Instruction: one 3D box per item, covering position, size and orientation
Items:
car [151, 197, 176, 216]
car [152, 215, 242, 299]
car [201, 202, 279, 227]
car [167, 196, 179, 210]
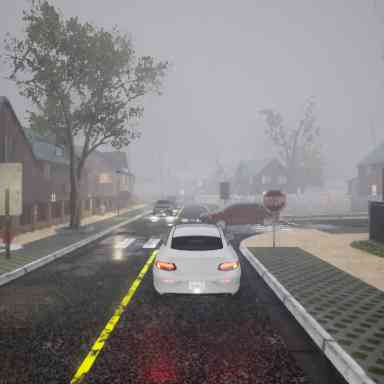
[{"bbox_3d":[-2.799,1.503,32.877,1.812,1.442,4.674,0,0,-1],"label":"car"},{"bbox_3d":[0.107,1.523,8.300,1.812,1.442,4.674,0,0,0],"label":"car"},{"bbox_3d":[2.887,1.404,20.584,5.008,1.535,1.882,-2,0,-17],"label":"car"},{"bbox_3d":[-2.866,1.532,42.911,1.994,1.385,4.181,0,0,-1],"label":"car"}]
